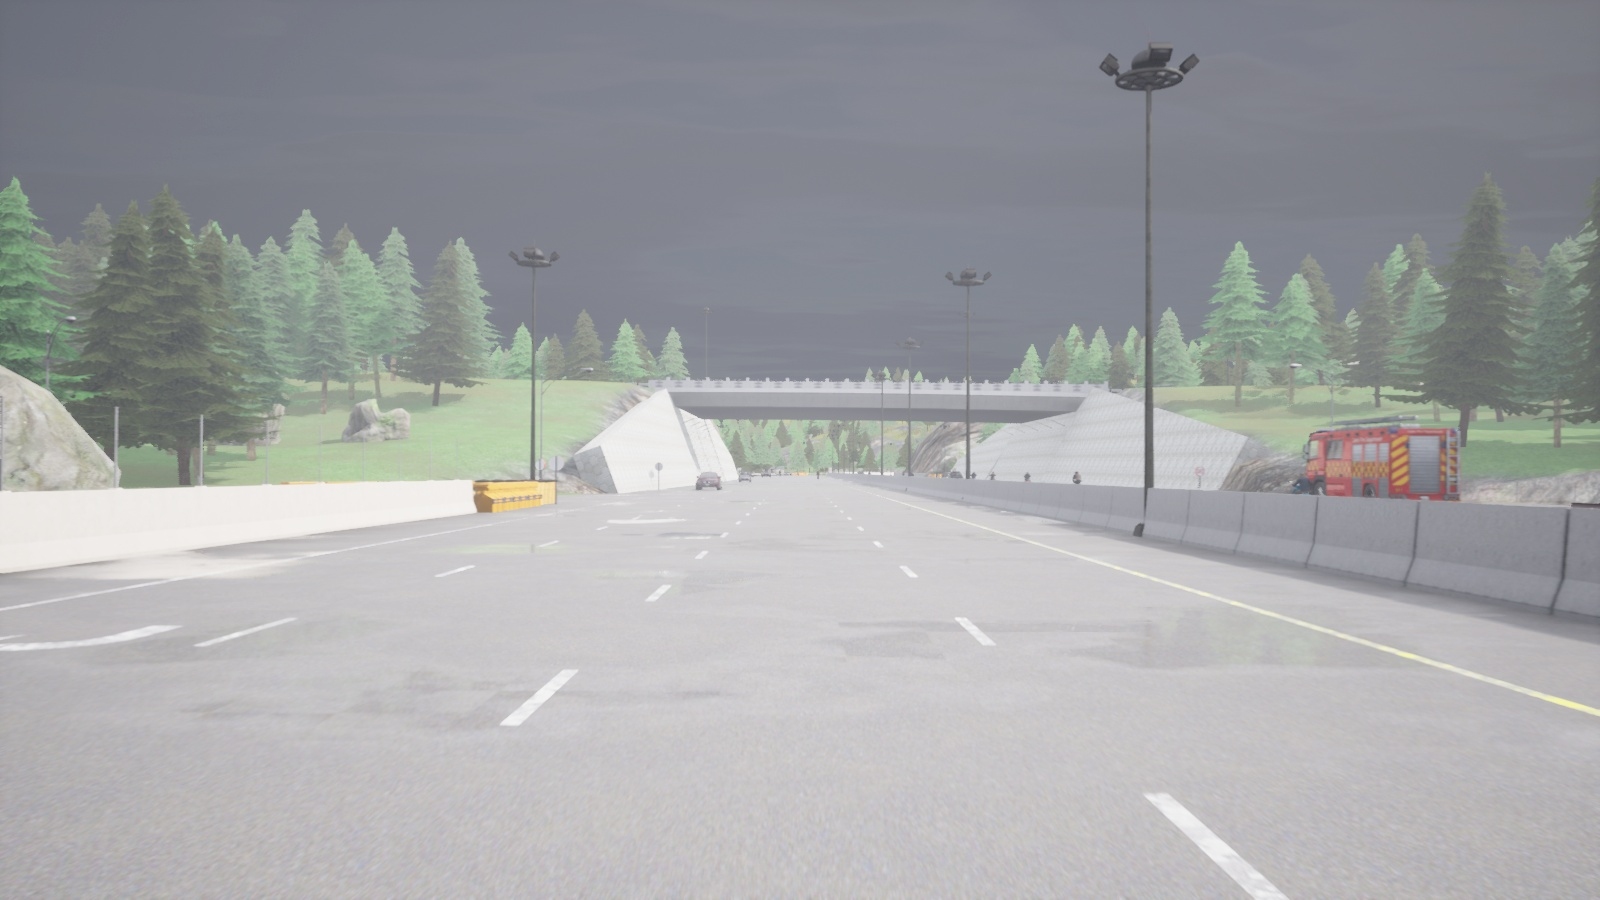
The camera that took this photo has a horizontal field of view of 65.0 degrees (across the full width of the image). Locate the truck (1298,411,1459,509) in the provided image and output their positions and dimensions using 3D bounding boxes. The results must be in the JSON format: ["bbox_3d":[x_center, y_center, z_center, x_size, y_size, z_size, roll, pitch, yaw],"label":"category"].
[{"bbox_3d":[24.366,0.447,53.453,2.891,3.827,8.468,0,-1,0],"label":"truck"}]
